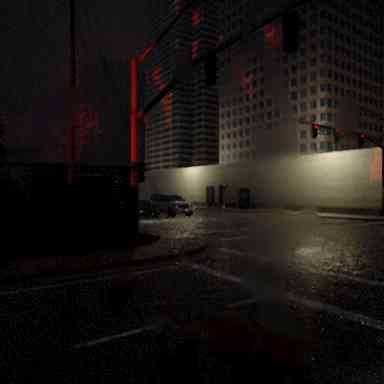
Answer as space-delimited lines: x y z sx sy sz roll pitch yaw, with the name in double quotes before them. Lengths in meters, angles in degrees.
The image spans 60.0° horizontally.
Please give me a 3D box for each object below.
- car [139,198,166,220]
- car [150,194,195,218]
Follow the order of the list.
"car" -4.459 1.458 27.867 1.837 1.490 4.892 0 0 -35
"car" -2.033 1.177 30.497 2.150 2.045 5.566 0 0 -35
